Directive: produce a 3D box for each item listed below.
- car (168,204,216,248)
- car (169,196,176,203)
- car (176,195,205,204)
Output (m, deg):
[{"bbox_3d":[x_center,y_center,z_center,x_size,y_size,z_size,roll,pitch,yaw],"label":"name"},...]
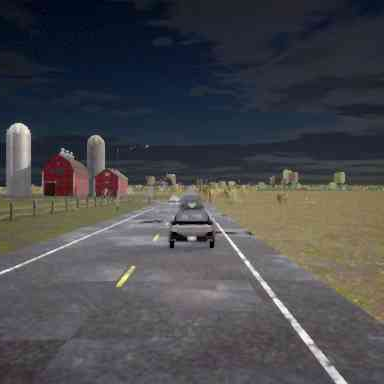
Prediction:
[{"bbox_3d":[0.000,1.489,14.651,2.128,1.511,4.902,0,0,0],"label":"car"},{"bbox_3d":[-3.500,1.505,66.651,1.812,1.442,4.674,0,0,0],"label":"car"},{"bbox_3d":[0.000,1.244,29.680,2.150,2.045,5.566,0,0,0],"label":"car"}]
